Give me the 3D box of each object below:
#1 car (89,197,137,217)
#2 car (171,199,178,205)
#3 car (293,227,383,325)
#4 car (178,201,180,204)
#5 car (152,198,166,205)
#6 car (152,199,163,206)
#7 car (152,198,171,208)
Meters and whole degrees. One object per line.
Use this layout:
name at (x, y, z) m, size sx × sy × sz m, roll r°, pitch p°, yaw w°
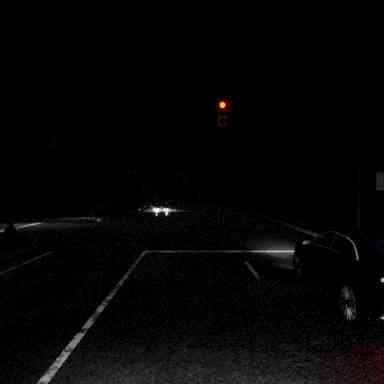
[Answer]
car at (-7.531, 1.364, 31.881) m, size 2.097 × 1.767 × 4.553 m, roll -1°, pitch 0°, yaw 42°
car at (-5.182, 2.214, 74.163) m, size 1.994 × 1.385 × 4.181 m, roll 0°, pitch -1°, yaw -19°
car at (3.582, 1.492, 7.038) m, size 2.128 × 1.511 × 4.902 m, roll 0°, pitch 0°, yaw 1°
car at (-4.732, 2.441, 83.504) m, size 1.895 × 1.301 × 4.718 m, roll 0°, pitch -1°, yaw -22°
car at (-8.359, 2.345, 83.112) m, size 1.882 × 1.535 × 5.008 m, roll 0°, pitch -1°, yaw -25°
car at (-6.920, 2.033, 66.538) m, size 1.812 × 1.442 × 4.674 m, roll 0°, pitch -1°, yaw -11°
car at (-4.605, 1.769, 50.271) m, size 1.895 × 1.301 × 4.718 m, roll 0°, pitch -1°, yaw -5°
